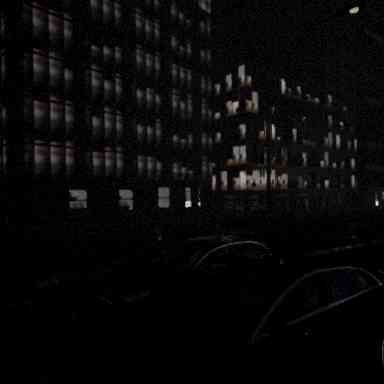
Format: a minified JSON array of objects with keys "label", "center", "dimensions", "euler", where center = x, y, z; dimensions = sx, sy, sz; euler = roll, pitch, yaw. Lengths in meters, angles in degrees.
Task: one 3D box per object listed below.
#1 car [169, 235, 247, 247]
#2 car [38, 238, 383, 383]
[{"label":"car","center":[0.296,1.617,6.844],"dimensions":[4.403,1.369,2.008],"euler":[0,-2,-37]},{"label":"car","center":[0.828,1.530,3.990],"dimensions":[4.902,1.511,2.128],"euler":[0,-1,-37]}]
